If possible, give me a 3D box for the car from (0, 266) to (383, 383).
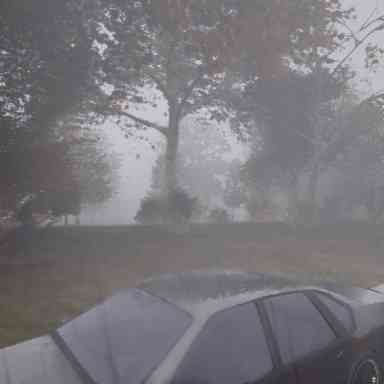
[{"bbox_3d":[0.101,1.552,3.191,5.357,1.411,2.033,0,0,-36],"label":"car"}]
